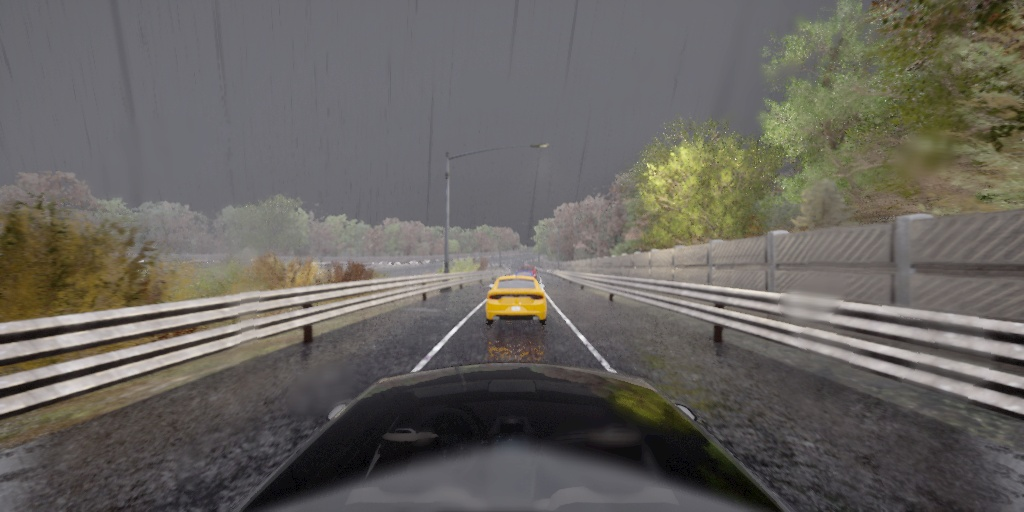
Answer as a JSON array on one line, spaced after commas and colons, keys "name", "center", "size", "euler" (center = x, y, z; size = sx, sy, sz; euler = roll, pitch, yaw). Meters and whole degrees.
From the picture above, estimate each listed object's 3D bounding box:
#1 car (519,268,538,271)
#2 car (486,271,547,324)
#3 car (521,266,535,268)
[{"name": "car", "center": [1.103, 2.061, 32.125], "size": [1.882, 1.535, 5.008], "euler": [0, -2, 3]}, {"name": "car", "center": [0.172, 1.446, 12.955], "size": [1.882, 1.535, 5.008], "euler": [0, -1, 1]}, {"name": "car", "center": [2.064, 2.248, 45.846], "size": [2.150, 2.045, 5.566], "euler": [0, -2, 4]}]
